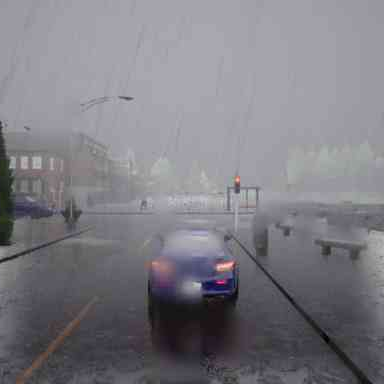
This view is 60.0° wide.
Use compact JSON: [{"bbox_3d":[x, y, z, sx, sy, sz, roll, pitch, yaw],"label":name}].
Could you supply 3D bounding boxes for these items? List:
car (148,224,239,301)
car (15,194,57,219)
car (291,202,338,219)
[{"bbox_3d":[0.041,1.526,8.225,1.812,1.442,4.674,0,0,1],"label":"car"},{"bbox_3d":[-14.396,1.221,28.014,5.566,2.045,2.150,0,0,0],"label":"car"},{"bbox_3d":[10.588,1.564,28.031,4.181,1.385,1.994,0,0,0],"label":"car"}]
